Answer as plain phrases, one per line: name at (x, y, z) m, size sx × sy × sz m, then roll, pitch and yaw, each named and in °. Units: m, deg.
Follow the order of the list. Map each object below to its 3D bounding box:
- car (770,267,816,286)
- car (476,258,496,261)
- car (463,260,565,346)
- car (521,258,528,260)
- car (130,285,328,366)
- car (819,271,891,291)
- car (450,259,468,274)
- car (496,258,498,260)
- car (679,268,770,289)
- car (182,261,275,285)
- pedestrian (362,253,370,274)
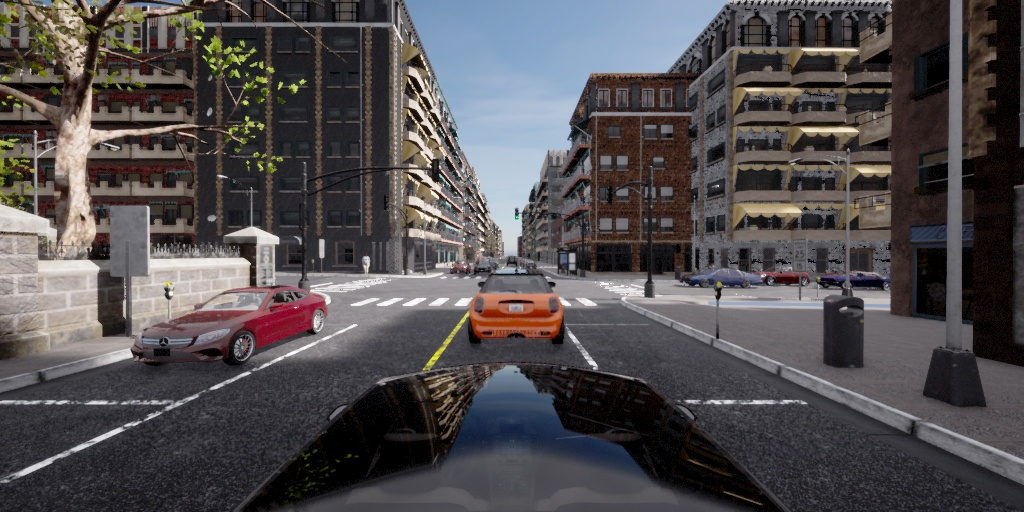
car at (21.345, 1.571, 28.812) m, size 4.097 × 1.591 × 1.967 m, roll 0°, pitch 0°, yaw -1°
car at (-3.150, 1.252, 39.747) m, size 1.837 × 1.490 × 4.892 m, roll 0°, pitch 0°, yaw 0°
car at (0.125, 1.101, 9.616) m, size 2.097 × 1.767 × 4.553 m, roll 0°, pitch 0°, yaw 1°
car at (2.625, 1.298, 51.622) m, size 2.007 × 1.370 × 4.403 m, roll 0°, pitch 0°, yaw 0°
car at (-5.696, 1.331, 7.928) m, size 1.802 × 1.307 × 4.207 m, roll 0°, pitch 0°, yaw 0°
car at (25.250, 1.815, 26.299) m, size 4.718 × 1.301 × 1.895 m, roll 1°, pitch 0°, yaw -1°
car at (-5.740, 1.187, 40.339) m, size 1.967 × 1.591 × 4.097 m, roll 0°, pitch 0°, yaw 0°
car at (-3.138, 1.312, 49.405) m, size 1.994 × 1.385 × 4.181 m, roll 0°, pitch 0°, yaw 2°
car at (15.217, 1.584, 26.167) m, size 5.357 × 1.411 × 2.033 m, roll 1°, pitch 0°, yaw -1°
car at (-17.675, 1.034, 22.524) m, size 4.181 × 1.385 × 1.994 m, roll 1°, pitch 0°, yaw -1°
pedestrian at (-12.751, 0.651, 31.322) m, size 0.375 × 1.860 × 0.375 m, roll 0°, pitch -1°, yaw -1°
